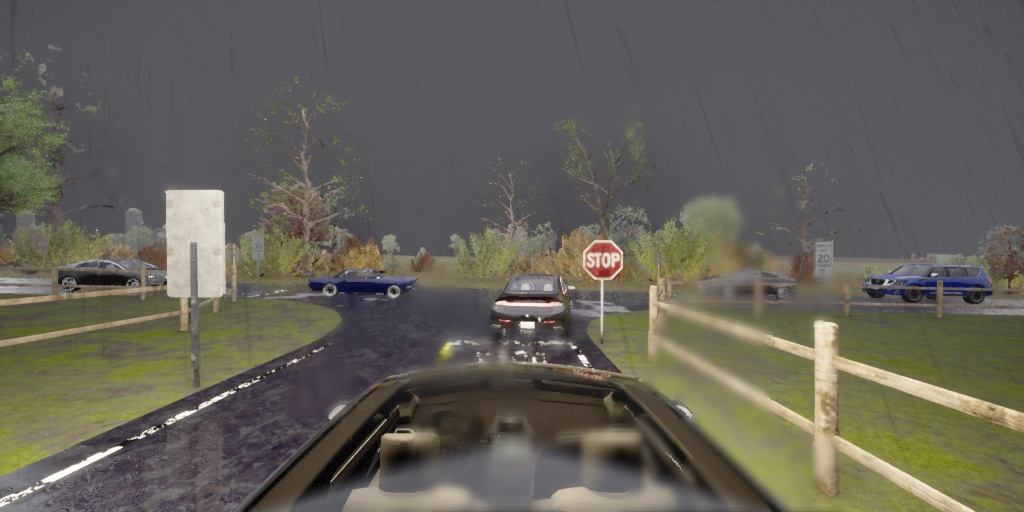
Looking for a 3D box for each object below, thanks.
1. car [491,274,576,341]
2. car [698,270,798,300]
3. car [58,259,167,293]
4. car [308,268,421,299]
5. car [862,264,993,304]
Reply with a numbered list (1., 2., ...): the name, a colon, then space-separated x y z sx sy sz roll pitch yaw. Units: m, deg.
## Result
1. car: 0.710 1.240 9.934 2.128 1.511 4.902 0 0 9
2. car: 13.012 1.526 19.888 4.902 1.511 2.128 1 1 0
3. car: -18.483 0.886 16.990 4.902 1.511 2.128 1 1 0
4. car: -6.815 1.249 16.969 4.718 1.301 1.895 1 1 0
5. car: 22.907 1.467 19.873 5.566 2.045 2.150 1 1 0
